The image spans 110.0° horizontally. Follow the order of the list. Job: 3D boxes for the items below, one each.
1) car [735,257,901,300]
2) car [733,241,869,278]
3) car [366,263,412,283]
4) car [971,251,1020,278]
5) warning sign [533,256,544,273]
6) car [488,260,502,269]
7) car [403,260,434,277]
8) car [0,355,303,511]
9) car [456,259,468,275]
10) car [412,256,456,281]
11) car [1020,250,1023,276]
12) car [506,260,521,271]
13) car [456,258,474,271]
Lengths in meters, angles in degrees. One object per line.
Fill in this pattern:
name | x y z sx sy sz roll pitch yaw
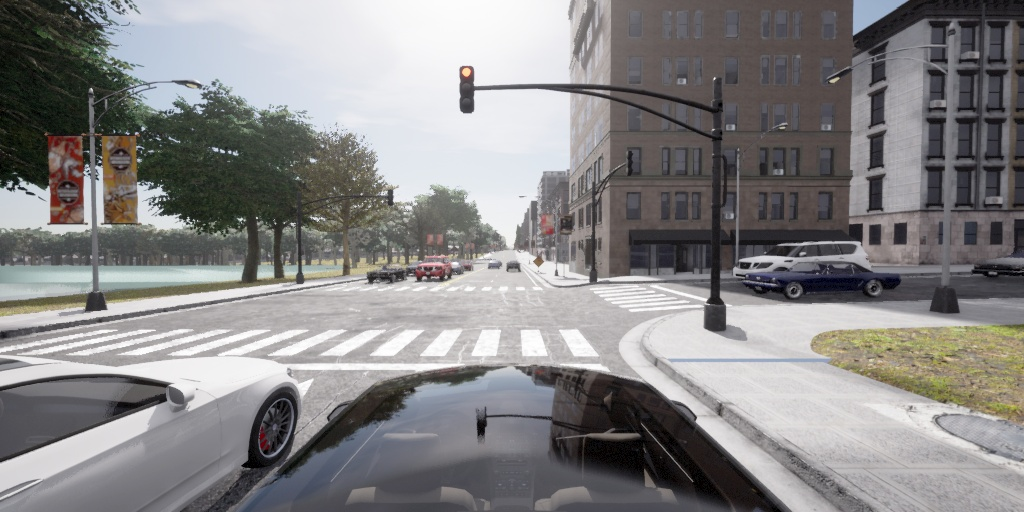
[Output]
car | 11.568 0.861 13.660 4.718 1.301 1.895 -2 1 -1
car | 13.601 0.354 16.951 5.566 2.045 2.150 -2 1 -2
car | -9.792 1.366 28.469 1.895 1.301 4.718 0 0 0
car | 25.437 0.356 16.999 5.357 1.411 2.033 -2 1 0
warning sign | 2.934 0.903 39.872 1.300 1.860 1.060 0 0 0
car | -3.018 1.384 60.608 2.033 1.411 5.357 0 0 0
car | -9.768 1.261 37.873 1.882 1.535 5.008 0 0 0
car | -3.167 1.276 1.922 1.812 1.442 4.674 0 0 0
car | -6.510 1.352 40.047 1.994 1.385 4.181 0 0 1
car | -6.537 0.990 30.659 2.150 2.045 5.566 0 0 0
car | 23.314 0.444 13.736 4.892 1.490 1.837 -1 1 0
car | 0.209 1.320 50.702 1.837 1.490 4.892 0 0 0
car | -6.483 1.292 49.952 1.882 1.535 5.008 0 0 0
